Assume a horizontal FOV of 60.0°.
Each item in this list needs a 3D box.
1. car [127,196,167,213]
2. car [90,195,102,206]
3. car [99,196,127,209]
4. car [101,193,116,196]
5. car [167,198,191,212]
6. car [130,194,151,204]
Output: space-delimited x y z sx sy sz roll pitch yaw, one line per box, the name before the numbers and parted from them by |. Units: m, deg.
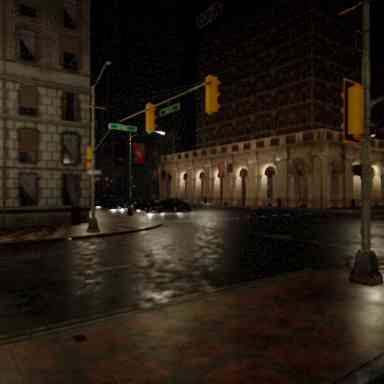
car | -5.129 1.516 37.607 1.837 1.490 4.892 0 0 -36
car | -16.805 1.488 54.124 1.882 1.535 5.008 0 0 -35
car | -10.937 1.575 45.735 1.994 1.385 4.181 0 0 -35
car | -13.932 1.234 56.154 2.150 2.045 5.566 0 0 -35
car | -2.084 1.491 39.372 1.882 1.535 5.008 0 0 -36
car | -9.799 1.369 62.496 2.097 1.767 4.553 0 0 -35
